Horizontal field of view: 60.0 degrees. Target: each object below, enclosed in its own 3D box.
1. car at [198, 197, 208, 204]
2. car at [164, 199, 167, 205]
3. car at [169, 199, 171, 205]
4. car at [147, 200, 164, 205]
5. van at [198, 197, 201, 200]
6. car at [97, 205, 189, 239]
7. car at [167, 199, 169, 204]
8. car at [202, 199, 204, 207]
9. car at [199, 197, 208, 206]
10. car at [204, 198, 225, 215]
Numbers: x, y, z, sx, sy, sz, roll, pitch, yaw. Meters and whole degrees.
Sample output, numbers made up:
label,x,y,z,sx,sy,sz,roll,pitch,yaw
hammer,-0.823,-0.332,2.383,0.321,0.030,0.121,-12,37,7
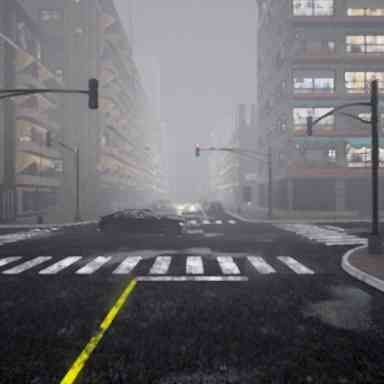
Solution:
label,x,y,z,sx,sy,sz,roll,pitch,yaw
car,2.683,2.063,82.576,2.192,1.841,5.009,0,-1,0
car,-5.695,2.072,54.904,1.802,1.307,4.206,0,-1,0
car,-5.698,2.240,77.040,1.887,1.381,4.507,0,-1,0
car,-5.695,1.991,49.370,2.008,1.369,4.403,0,-1,0
van,2.684,1.985,71.509,1.690,1.788,3.998,0,-1,0
car,-2.604,1.653,17.942,4.902,1.511,2.128,0,-1,0
car,-5.696,2.107,60.439,1.947,1.339,4.313,0,-1,0
car,2.686,1.941,43.836,2.008,1.369,4.403,0,-1,0
car,2.685,2.123,60.438,1.802,1.307,4.206,0,-1,0
car,2.687,1.781,38.303,1.967,1.590,4.097,0,-1,0
